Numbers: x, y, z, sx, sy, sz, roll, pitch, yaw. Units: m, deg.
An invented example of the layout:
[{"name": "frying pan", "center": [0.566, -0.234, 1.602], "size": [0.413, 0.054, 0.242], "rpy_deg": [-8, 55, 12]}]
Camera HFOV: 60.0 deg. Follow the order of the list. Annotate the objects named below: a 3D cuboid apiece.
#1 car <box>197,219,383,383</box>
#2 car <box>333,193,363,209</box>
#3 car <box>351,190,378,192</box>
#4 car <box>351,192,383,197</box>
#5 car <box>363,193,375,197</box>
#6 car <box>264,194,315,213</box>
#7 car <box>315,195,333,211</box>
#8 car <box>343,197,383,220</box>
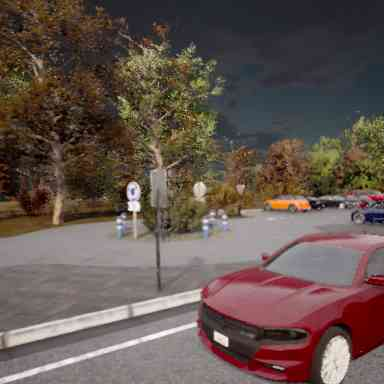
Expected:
[{"name": "car", "center": [2.374, 1.446, 5.380], "size": [5.008, 1.535, 1.882], "rpy_deg": [0, 0, -36]}, {"name": "car", "center": [16.232, 1.136, 38.051], "size": [2.231, 1.521, 4.892], "rpy_deg": [0, 0, -35]}, {"name": "car", "center": [23.076, 0.825, 42.825], "size": [2.435, 2.045, 5.566], "rpy_deg": [0, 0, -35]}, {"name": "car", "center": [20.769, 1.126, 41.200], "size": [2.163, 1.488, 4.792], "rpy_deg": [0, 0, -35]}, {"name": "car", "center": [18.460, 1.146, 39.574], "size": [2.163, 1.488, 4.792], "rpy_deg": [0, 0, -35]}, {"name": "car", "center": [9.326, 1.070, 33.143], "size": [2.185, 1.767, 4.553], "rpy_deg": [0, 0, -35]}, {"name": "car", "center": [11.519, 1.176, 34.719], "size": [2.097, 1.535, 5.008], "rpy_deg": [-1, 0, -35]}, {"name": "car", "center": [11.943, 1.266, 19.674], "size": [2.163, 1.488, 4.792], "rpy_deg": [0, 0, -35]}]
